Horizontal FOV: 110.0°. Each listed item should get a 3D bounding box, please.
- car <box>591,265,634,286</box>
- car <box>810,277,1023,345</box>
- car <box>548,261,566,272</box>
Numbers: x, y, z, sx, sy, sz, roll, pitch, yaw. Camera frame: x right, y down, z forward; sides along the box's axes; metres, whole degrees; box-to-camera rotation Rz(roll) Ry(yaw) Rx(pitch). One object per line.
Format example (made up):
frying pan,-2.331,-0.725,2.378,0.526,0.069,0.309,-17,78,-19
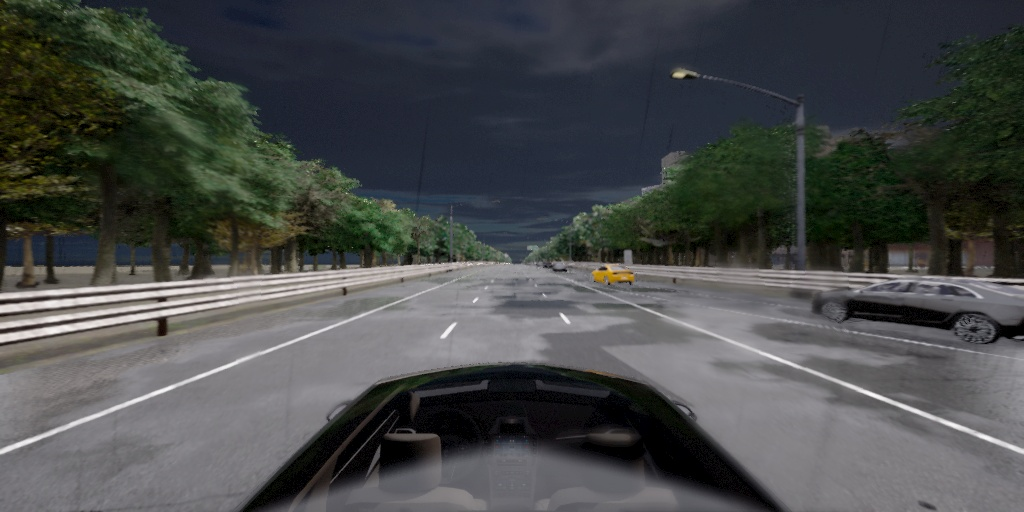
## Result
car,7.691,1.432,27.799,1.882,1.535,5.008,0,0,-6
car,11.191,1.327,9.899,2.128,1.511,4.902,0,0,-16
car,7.017,1.711,54.383,1.994,1.385,4.181,0,0,0
